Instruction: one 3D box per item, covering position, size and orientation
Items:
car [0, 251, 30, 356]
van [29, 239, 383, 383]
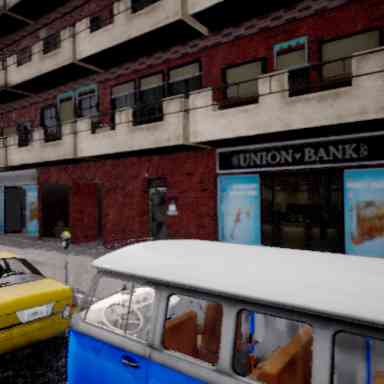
[{"bbox_3d":[-3.919,1.554,5.692,4.829,1.417,1.752,0,-1,36],"label":"car"},{"bbox_3d":[0.753,1.344,2.358,3.998,1.788,1.690,0,-1,36],"label":"van"}]
